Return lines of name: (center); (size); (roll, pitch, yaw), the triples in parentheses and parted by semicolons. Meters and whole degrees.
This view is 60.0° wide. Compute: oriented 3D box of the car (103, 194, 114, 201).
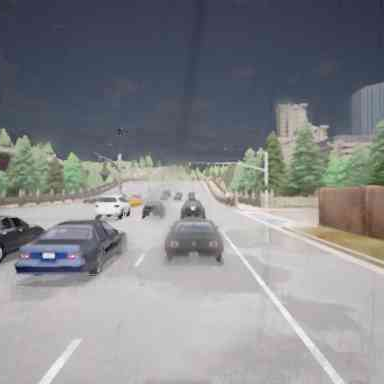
car: (-21.104, 1.256, 84.227); (1.812, 1.442, 4.674); (0, 3, 0)

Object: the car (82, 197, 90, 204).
car: (-21.020, 1.782, 68.702); (2.033, 1.411, 5.357); (0, 0, 0)

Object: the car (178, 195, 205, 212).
car: (0.088, 1.463, 30.228); (2.097, 1.767, 4.553); (0, 0, 0)

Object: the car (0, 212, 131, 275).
car: (-3.434, 1.587, 10.524); (2.033, 1.411, 5.357); (0, 0, 0)

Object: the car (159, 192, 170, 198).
car: (-7.097, 1.443, 82.990); (1.895, 1.301, 4.718); (0, 3, 0)

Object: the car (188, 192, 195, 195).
car: (-0.095, 1.411, 82.579); (2.033, 1.411, 5.357); (0, 3, 0)

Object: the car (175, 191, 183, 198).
car: (-3.652, 0.635, 92.998); (2.033, 1.411, 5.357); (0, 6, 0)

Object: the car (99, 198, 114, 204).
car: (-17.520, 1.837, 68.688); (1.895, 1.301, 4.718); (0, 0, 0)

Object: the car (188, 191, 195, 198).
car: (-0.152, 0.635, 93.017); (2.033, 1.411, 5.357); (0, 6, 0)

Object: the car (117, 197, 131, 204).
car: (-14.020, 1.766, 68.735); (1.812, 1.442, 4.674); (0, 0, 0)

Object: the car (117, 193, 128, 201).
car: (-17.604, 1.209, 84.242); (1.882, 1.535, 5.008); (0, 3, 0)

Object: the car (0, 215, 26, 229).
car: (-6.929, 1.550, 11.724); (1.837, 1.490, 4.892); (0, 0, 0)

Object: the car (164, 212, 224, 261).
car: (0.076, 1.647, 12.481); (1.895, 1.301, 4.718); (0, 0, 0)

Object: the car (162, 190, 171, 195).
car: (-7.152, 0.320, 92.973); (2.150, 2.045, 5.566); (0, 6, 0)

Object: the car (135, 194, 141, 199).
car: (-14.104, 1.256, 84.263); (2.128, 1.511, 4.902); (0, 3, 0)

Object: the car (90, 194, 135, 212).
car: (-6.910, 1.329, 29.505); (2.150, 2.045, 5.566); (0, 0, 0)

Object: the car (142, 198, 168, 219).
car: (-3.410, 1.617, 30.585); (1.837, 1.490, 4.892); (0, 0, 0)

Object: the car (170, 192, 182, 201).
car: (-3.597, 1.374, 82.975); (2.128, 1.511, 4.902); (0, 3, 0)
